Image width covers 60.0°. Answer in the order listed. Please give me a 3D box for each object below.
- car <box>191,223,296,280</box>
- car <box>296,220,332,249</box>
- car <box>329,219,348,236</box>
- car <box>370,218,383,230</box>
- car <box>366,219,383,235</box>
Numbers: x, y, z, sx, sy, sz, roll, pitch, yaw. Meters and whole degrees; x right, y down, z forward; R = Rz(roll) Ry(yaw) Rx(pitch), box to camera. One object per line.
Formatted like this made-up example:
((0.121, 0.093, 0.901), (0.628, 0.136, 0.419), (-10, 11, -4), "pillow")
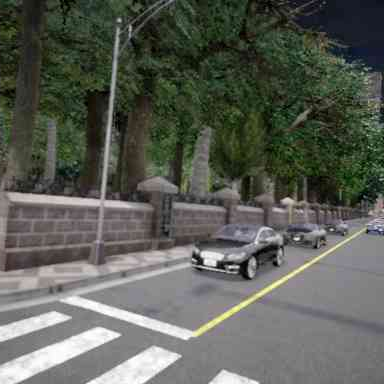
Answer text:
((1.769, 1.863, 11.458), (2.128, 1.511, 4.902), (3, -2, 31), "car")
((6.818, 2.508, 19.973), (1.994, 1.385, 4.181), (3, -2, 32), "car")
((13.253, 3.230, 30.825), (1.994, 1.385, 4.181), (3, -2, 31), "car")
((26.261, 4.499, 46.680), (2.033, 1.411, 5.357), (3, -2, 31), "car")
((19.887, 3.794, 35.868), (2.033, 1.411, 5.357), (3, -2, 31), "car")
